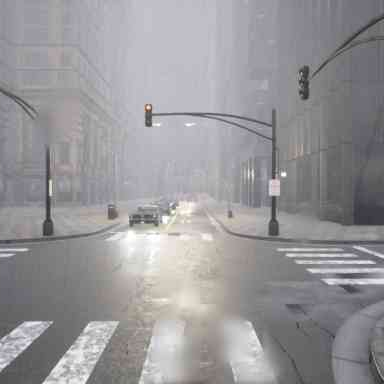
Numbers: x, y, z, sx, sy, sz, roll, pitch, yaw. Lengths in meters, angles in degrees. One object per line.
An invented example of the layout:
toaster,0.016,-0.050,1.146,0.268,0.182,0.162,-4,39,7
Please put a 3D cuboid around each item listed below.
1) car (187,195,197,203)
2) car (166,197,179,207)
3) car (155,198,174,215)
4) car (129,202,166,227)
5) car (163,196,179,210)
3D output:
car,0.055,1.365,69.613,2.097,1.767,4.553,0,0,0
car,-3.086,1.531,53.125,1.812,1.442,4.674,0,0,0
car,-3.115,1.564,33.082,1.994,1.385,4.181,0,0,0
car,-3.114,1.601,23.139,1.895,1.301,4.718,0,0,0
car,-3.124,1.354,43.083,2.097,1.767,4.553,0,0,0
